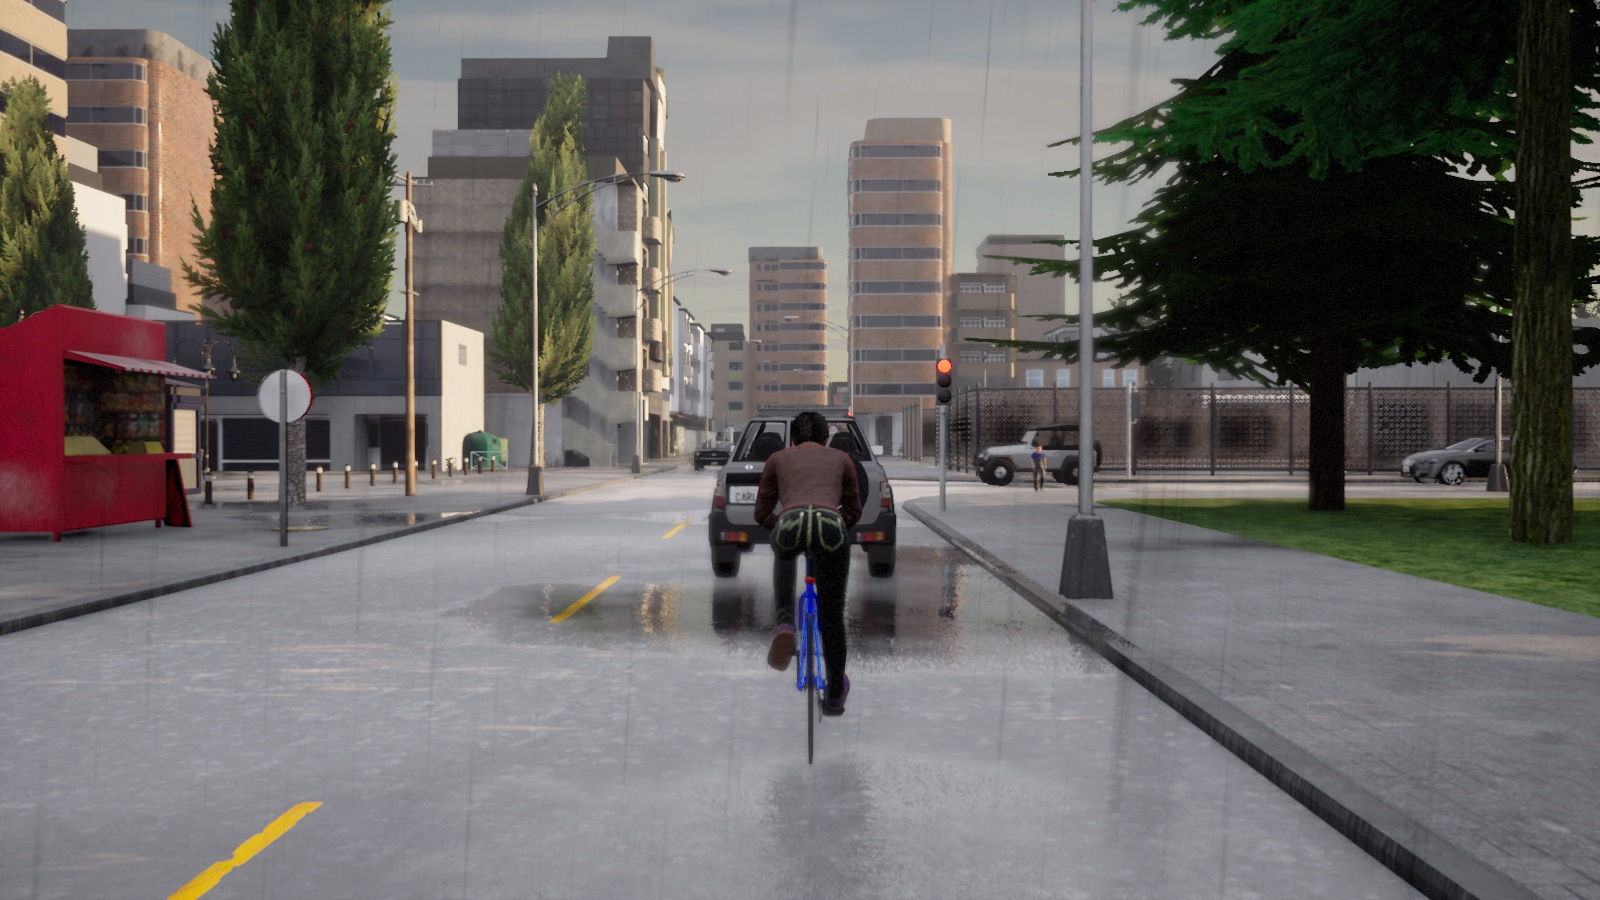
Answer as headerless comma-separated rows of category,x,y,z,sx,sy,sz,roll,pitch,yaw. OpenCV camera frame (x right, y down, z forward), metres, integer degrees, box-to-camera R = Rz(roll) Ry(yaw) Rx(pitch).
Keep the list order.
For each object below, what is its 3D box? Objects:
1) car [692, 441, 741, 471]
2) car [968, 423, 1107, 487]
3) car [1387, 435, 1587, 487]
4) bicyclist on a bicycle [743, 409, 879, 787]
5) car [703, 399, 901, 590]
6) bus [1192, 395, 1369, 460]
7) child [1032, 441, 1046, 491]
car,-3.740,0.243,56.906,1.895,1.301,4.718,0,1,0
car,7.179,0.144,38.231,3.866,1.878,1.905,0,1,0
car,20.806,0.315,38.168,4.902,1.511,2.128,0,1,0
bicyclist on a bicycle,0.049,0.633,6.219,0.582,1.620,1.656,0,0,0
car,0.068,0.409,14.521,1.932,1.855,4.605,0,1,1
bus,31.798,-1.488,83.547,10.273,4.253,3.944,0,1,4
child,6.080,0.405,31.901,0.270,1.263,0.437,0,1,1
